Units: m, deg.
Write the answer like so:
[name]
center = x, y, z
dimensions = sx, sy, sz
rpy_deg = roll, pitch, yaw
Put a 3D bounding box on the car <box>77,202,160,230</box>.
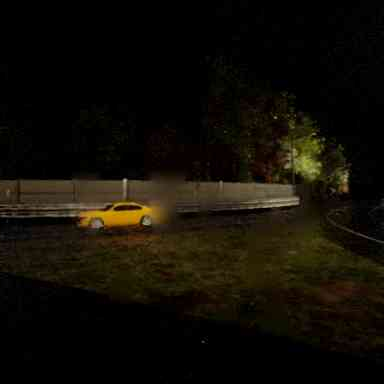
[car]
center = -4.488, 1.404, 20.652
dimensions = 5.008, 1.535, 1.882
rpy_deg = 0, 0, -27
